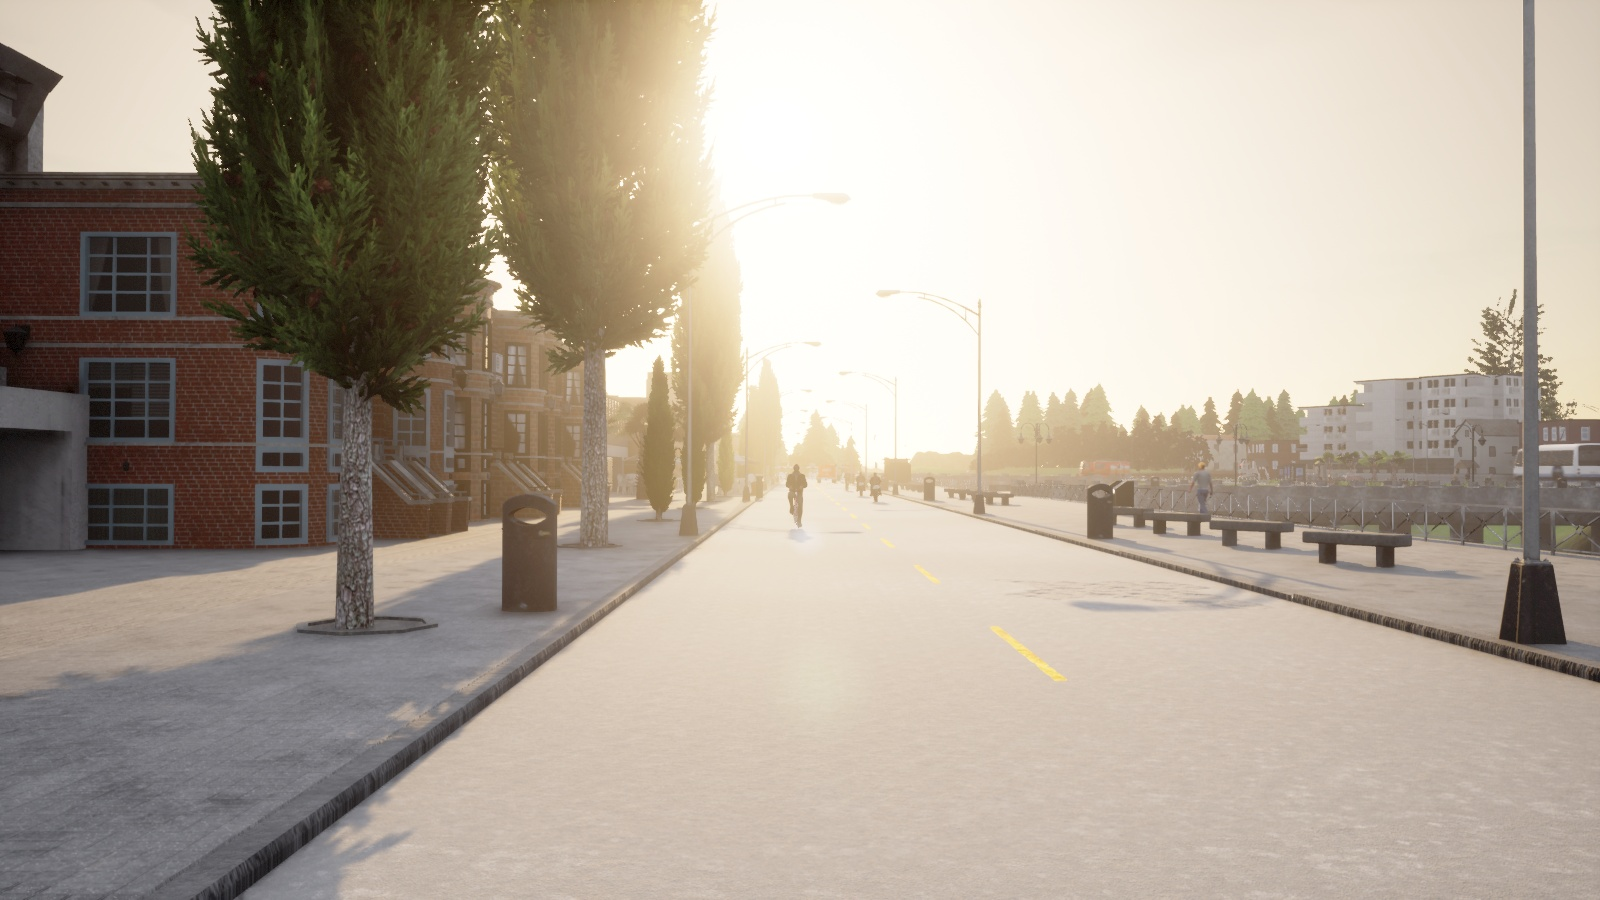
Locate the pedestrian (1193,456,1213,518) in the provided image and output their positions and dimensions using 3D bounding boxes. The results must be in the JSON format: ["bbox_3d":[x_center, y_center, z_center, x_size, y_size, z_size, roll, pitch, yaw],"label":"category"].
[{"bbox_3d":[12.204,1.113,38.050,0.354,1.836,0.706,0,-1,-2],"label":"pedestrian"}]
